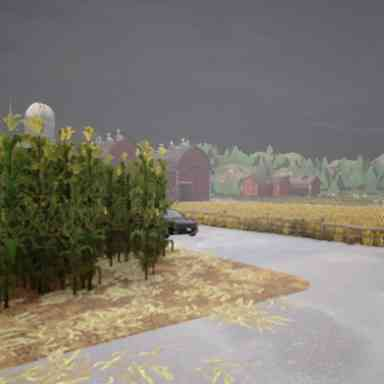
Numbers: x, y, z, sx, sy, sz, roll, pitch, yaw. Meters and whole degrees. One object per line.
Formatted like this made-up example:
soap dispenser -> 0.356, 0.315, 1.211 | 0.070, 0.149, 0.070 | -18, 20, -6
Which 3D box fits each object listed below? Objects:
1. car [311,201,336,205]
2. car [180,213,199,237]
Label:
car -> 25.878, 2.481, 65.042 | 1.895, 1.301, 4.718 | 1, 0, -36
car -> -1.587, 1.634, 18.769 | 1.882, 1.535, 5.008 | 1, -1, -35
